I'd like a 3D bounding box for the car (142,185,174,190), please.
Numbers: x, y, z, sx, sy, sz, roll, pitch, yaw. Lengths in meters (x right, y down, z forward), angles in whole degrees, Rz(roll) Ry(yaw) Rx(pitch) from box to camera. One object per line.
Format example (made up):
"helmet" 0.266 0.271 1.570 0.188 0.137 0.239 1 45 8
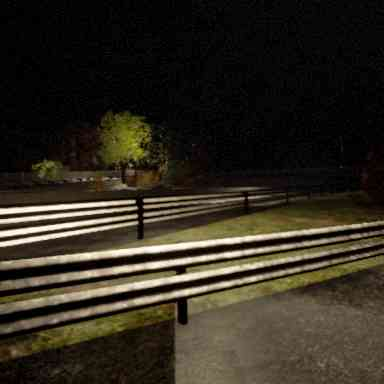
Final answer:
"car" -4.787 -0.069 51.279 2.150 2.045 5.566 0 1 30

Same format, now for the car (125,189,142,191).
"car" -7.837 0.229 52.992 1.882 1.535 5.008 0 1 30

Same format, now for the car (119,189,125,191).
"car" -11.003 0.286 54.508 1.837 1.490 4.892 0 1 30
